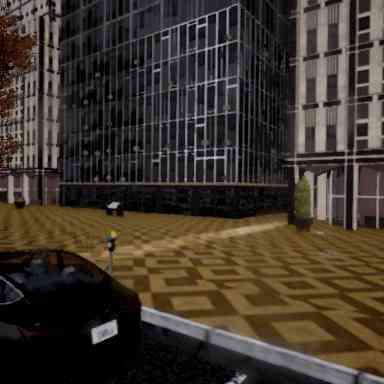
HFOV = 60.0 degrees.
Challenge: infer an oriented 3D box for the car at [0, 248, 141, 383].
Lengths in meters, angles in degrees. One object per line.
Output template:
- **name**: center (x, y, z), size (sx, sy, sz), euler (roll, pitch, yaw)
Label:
- **car**: center (-2.618, 1.482, 4.745), size (4.313, 1.339, 1.947), euler (1, 1, 35)
